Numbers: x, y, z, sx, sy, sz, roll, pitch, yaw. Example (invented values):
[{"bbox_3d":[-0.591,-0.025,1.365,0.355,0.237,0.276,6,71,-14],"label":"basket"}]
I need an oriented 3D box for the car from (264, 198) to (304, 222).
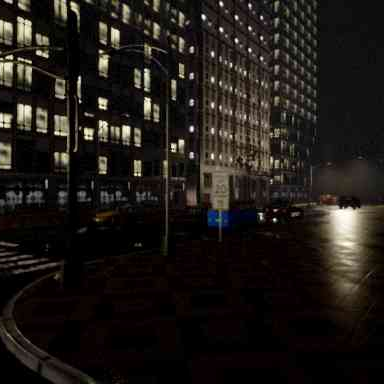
[{"bbox_3d":[7.555,1.479,26.915,1.967,1.590,4.097,0,0,38],"label":"car"}]

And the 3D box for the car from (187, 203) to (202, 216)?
[{"bbox_3d":[1.315,1.615,31.729,1.802,1.307,4.206,0,0,38],"label":"car"}]

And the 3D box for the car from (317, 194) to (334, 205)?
[{"bbox_3d":[25.102,1.391,62.568,2.192,1.841,5.009,0,0,38],"label":"car"}]

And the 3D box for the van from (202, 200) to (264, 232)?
[{"bbox_3d":[2.586,1.374,20.291,1.690,1.788,3.998,0,0,38],"label":"van"}]

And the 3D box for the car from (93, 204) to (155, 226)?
[{"bbox_3d":[-4.800,1.552,24.012,1.752,1.417,4.829,0,0,38],"label":"car"}]

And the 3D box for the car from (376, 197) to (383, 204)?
[{"bbox_3d":[38.136,1.662,66.564,1.947,1.339,4.313,0,0,38],"label":"car"}]

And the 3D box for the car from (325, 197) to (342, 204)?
[{"bbox_3d":[28.500,1.634,66.973,2.008,1.369,4.403,0,0,38],"label":"car"}]

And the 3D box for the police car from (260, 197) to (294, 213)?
[{"bbox_3d":[9.939,1.468,38.708,1.930,1.638,5.238,0,0,38],"label":"police car"}]

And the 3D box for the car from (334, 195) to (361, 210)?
[{"bbox_3d":[21.147,1.374,44.538,2.192,1.841,5.009,0,0,38],"label":"car"}]
